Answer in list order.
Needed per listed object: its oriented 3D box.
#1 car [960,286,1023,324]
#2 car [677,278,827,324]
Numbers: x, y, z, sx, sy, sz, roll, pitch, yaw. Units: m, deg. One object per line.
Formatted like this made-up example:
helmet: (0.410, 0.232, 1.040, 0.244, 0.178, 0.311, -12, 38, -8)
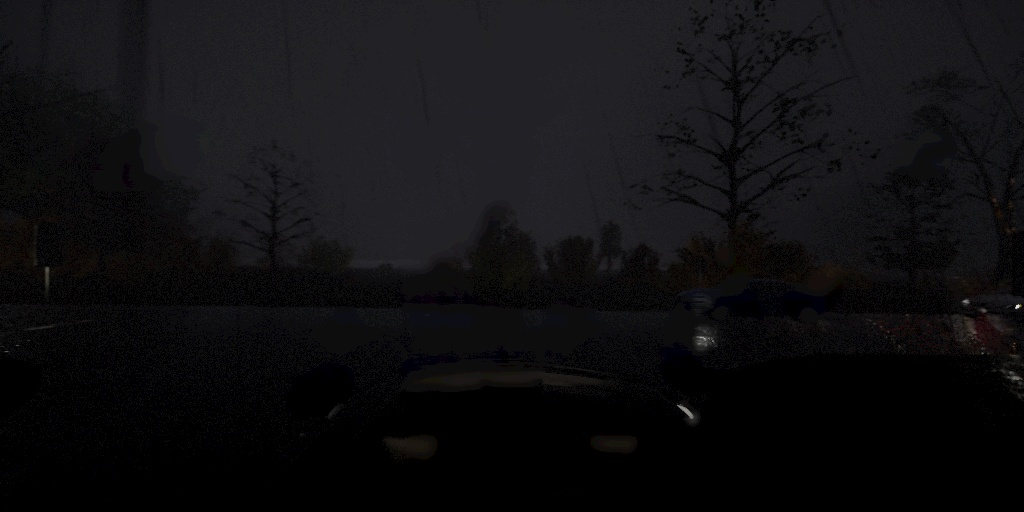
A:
car: (20.455, 1.871, 13.980, 4.674, 1.442, 1.812, 1, 0, -4)
car: (8.692, 1.565, 13.208, 5.008, 1.535, 1.882, 1, 0, -4)
